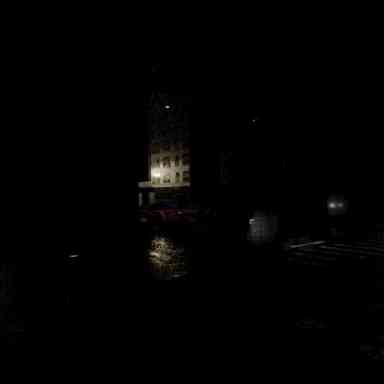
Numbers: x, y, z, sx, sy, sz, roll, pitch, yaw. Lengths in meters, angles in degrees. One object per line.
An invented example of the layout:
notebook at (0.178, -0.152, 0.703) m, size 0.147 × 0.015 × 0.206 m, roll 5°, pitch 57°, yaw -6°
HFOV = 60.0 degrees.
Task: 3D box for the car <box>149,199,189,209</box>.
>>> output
car at (-2.593, 1.630, 25.668) m, size 2.097 × 1.767 × 4.553 m, roll 0°, pitch 0°, yaw -36°

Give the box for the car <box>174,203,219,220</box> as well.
car at (0.288, 1.804, 31.705) m, size 1.752 × 1.417 × 4.829 m, roll -1°, pitch 0°, yaw -36°

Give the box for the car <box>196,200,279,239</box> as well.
car at (2.580, 1.518, 18.394) m, size 2.097 × 1.767 × 4.553 m, roll 0°, pitch 0°, yaw -35°

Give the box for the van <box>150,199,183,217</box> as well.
van at (-2.816, 1.689, 36.045) m, size 1.690 × 1.788 × 3.998 m, roll -1°, pitch 0°, yaw -36°

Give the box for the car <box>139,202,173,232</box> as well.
car at (-3.353, 1.706, 22.132) m, size 1.967 × 1.590 × 4.097 m, roll -1°, pitch 0°, yaw -36°

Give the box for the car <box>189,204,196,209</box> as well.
car at (1.270, 1.776, 25.769) m, size 2.033 × 1.411 × 5.357 m, roll 0°, pitch 0°, yaw -36°

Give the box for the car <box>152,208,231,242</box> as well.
car at (-0.150, 1.778, 17.652) m, size 1.802 × 1.307 × 4.206 m, roll -1°, pitch 0°, yaw -36°
